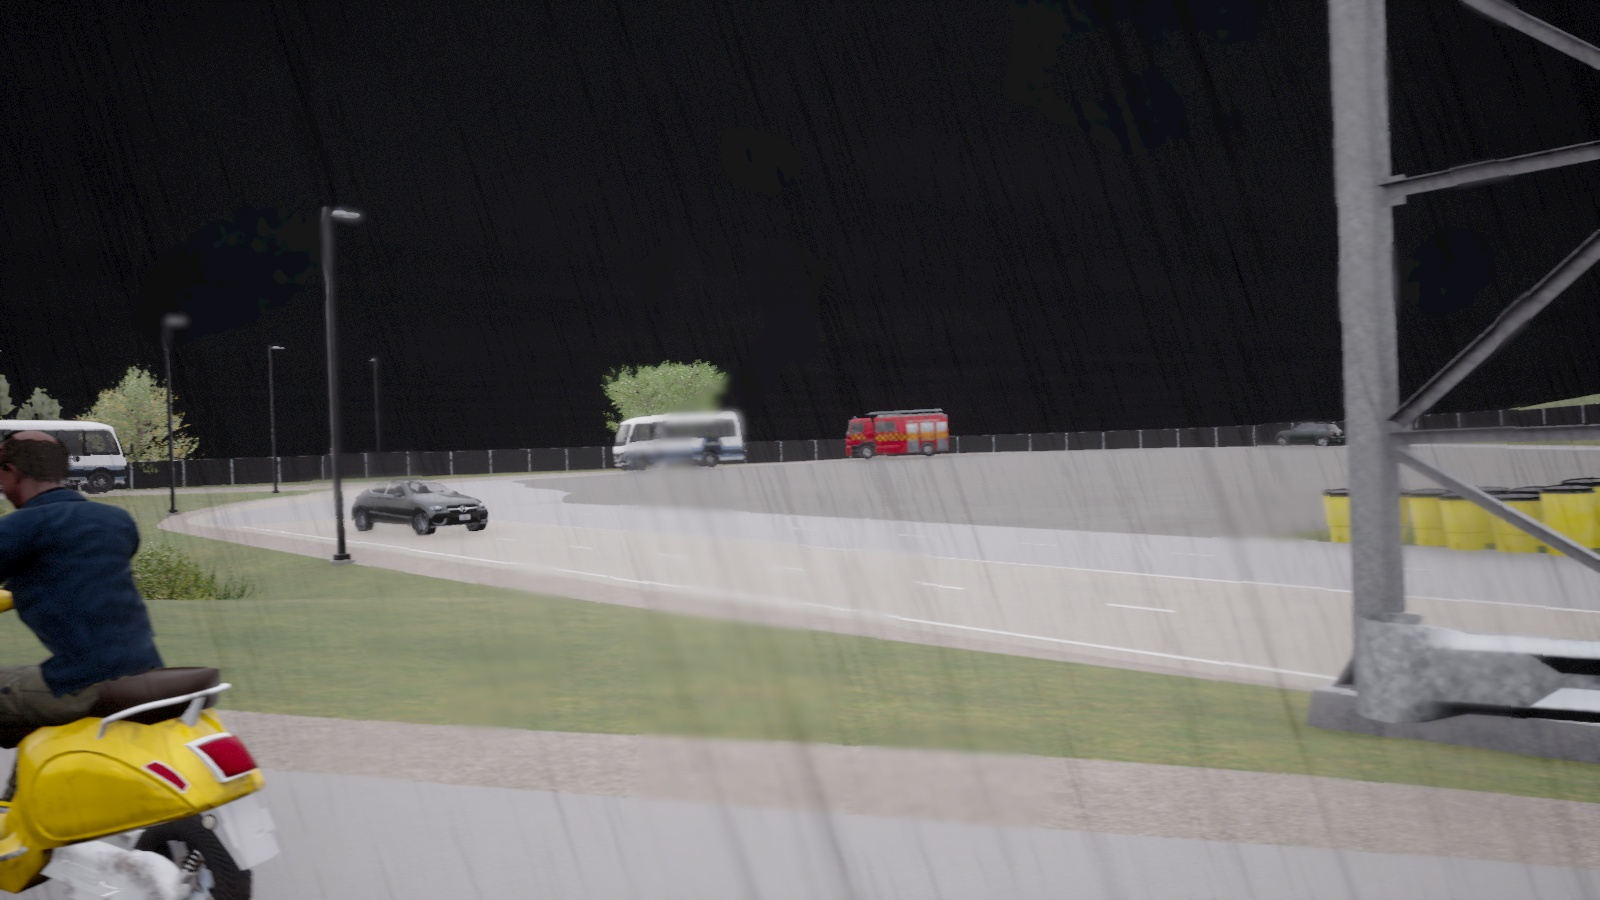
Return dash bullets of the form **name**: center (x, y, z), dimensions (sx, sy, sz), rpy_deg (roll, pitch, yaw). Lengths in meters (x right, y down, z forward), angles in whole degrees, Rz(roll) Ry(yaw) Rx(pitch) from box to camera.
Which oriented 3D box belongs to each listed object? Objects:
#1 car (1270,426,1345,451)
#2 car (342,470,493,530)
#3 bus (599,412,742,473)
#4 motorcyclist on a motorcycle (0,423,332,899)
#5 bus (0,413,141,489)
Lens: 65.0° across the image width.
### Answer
- **car**: center (36.689, -0.825, 90.795), dimensions (2.097, 1.767, 4.553), rpy_deg (-2, 1, -39)
- **car**: center (-12.088, 1.519, 39.540), dimensions (5.027, 1.651, 2.152), rpy_deg (0, 1, 40)
- **bus**: center (-10.145, -0.617, 98.586), dimensions (10.273, 4.253, 3.944), rpy_deg (-3, 0, -27)
- **motorcyclist on a motorcycle**: center (-2.552, 0.713, 4.026), dimensions (1.817, 1.590, 0.866), rpy_deg (0, 1, 17)
- **bus**: center (-44.292, 0.112, 72.804), dimensions (10.273, 4.253, 3.944), rpy_deg (0, -2, -38)
